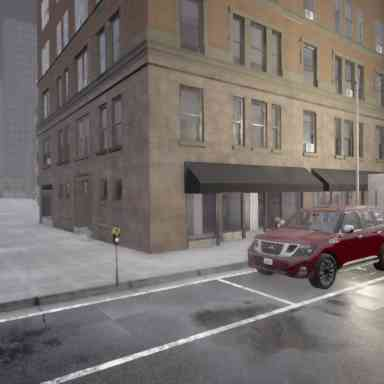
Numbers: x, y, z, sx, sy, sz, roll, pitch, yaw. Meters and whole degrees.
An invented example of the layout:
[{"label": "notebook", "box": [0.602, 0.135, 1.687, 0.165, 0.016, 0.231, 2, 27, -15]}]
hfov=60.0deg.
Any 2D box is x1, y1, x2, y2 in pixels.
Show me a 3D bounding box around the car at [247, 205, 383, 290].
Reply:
[{"label": "car", "box": [3.829, 1.312, 9.286, 5.009, 1.841, 2.192, 0, -1, -36]}]
